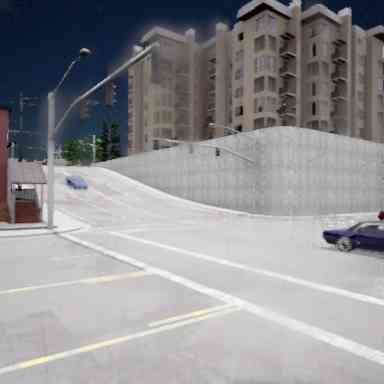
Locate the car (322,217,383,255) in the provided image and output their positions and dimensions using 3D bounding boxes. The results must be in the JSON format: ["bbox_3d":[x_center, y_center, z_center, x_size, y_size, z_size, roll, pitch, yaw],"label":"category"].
[{"bbox_3d":[7.470,1.769,12.436,1.895,1.301,4.718,1,0,-36],"label":"car"}]

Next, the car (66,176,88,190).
[{"bbox_3d":[-15.314,-1.305,44.306,1.882,1.535,5.008,1,13,-36],"label":"car"}]

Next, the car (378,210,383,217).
[{"bbox_3d":[18.714,1.924,30.192,4.181,1.385,1.994,1,0,-36],"label":"car"}]
